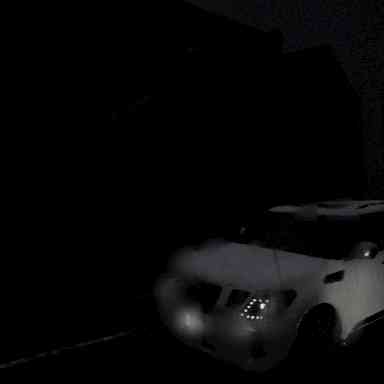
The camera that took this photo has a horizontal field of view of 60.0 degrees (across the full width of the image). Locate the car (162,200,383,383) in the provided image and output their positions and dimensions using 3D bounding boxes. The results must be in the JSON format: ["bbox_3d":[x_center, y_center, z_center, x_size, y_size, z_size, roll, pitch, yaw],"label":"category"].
[{"bbox_3d":[2.229,1.190,5.591,5.566,2.045,2.150,0,0,-36],"label":"car"}]
